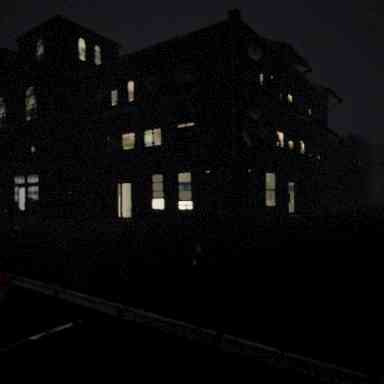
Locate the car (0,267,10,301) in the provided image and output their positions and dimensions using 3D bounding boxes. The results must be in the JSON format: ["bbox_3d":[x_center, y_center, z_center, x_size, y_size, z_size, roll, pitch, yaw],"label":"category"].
[{"bbox_3d":[-5.617,1.537,6.900,4.829,1.417,1.752,0,-1,36],"label":"car"}]
